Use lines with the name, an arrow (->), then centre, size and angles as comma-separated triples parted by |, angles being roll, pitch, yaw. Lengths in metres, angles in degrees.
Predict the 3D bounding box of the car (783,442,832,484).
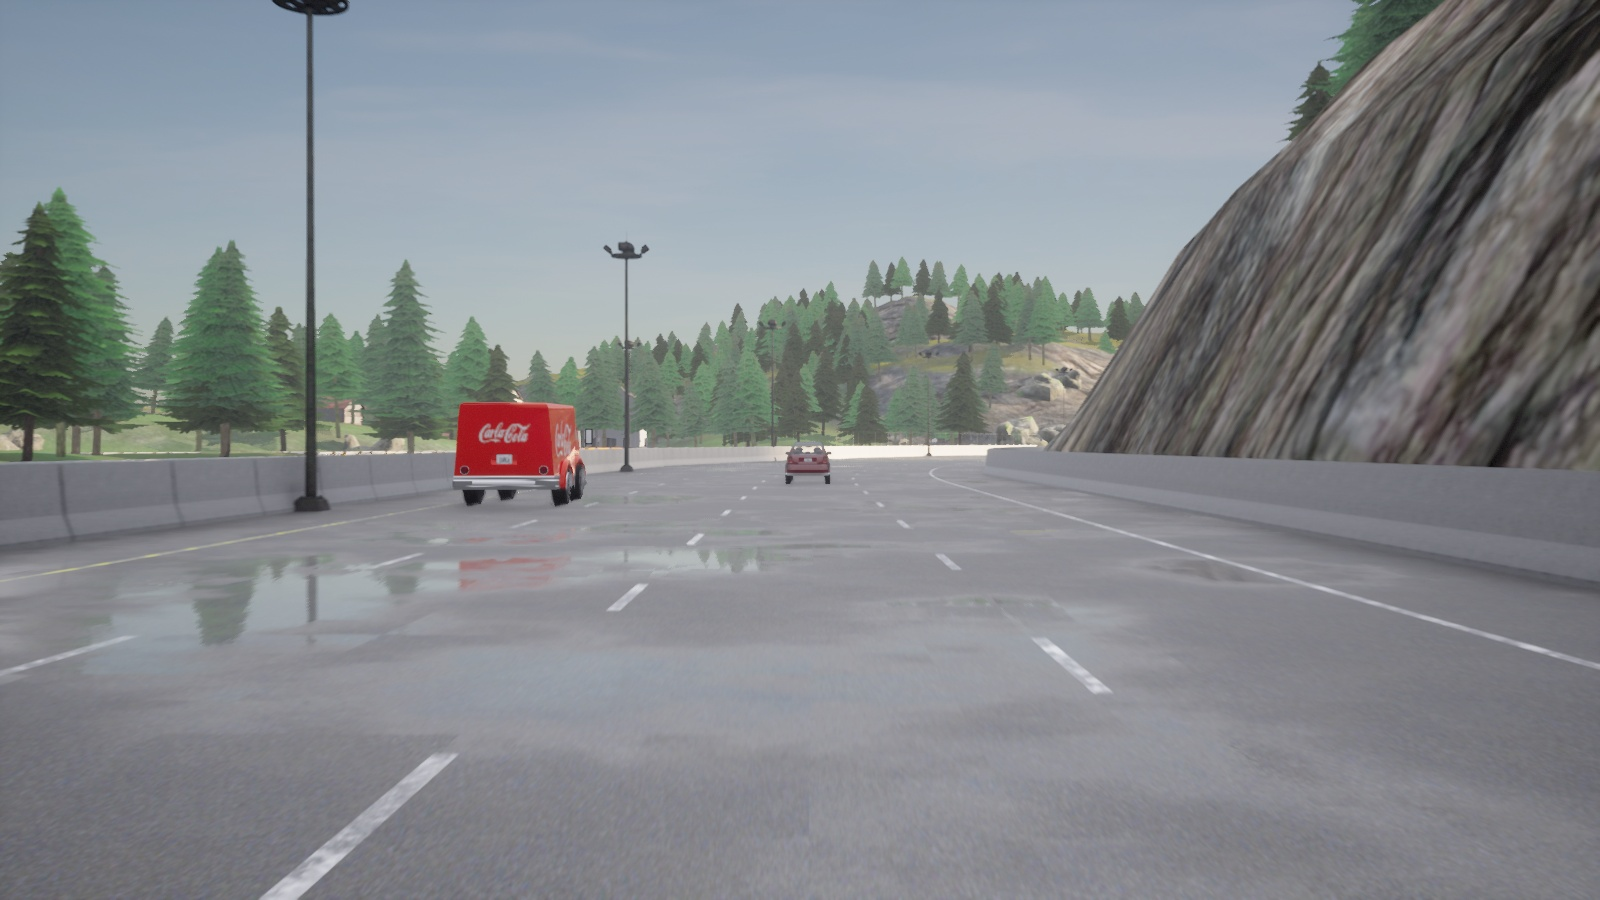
car -> 0.327, 0.461, 47.698 | 1.789, 1.549, 3.705 | 0, 0, 1

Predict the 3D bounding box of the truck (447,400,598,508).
truck -> -6.805, 0.080, 31.502 | 2.627, 2.467, 5.204 | 0, 0, 0
